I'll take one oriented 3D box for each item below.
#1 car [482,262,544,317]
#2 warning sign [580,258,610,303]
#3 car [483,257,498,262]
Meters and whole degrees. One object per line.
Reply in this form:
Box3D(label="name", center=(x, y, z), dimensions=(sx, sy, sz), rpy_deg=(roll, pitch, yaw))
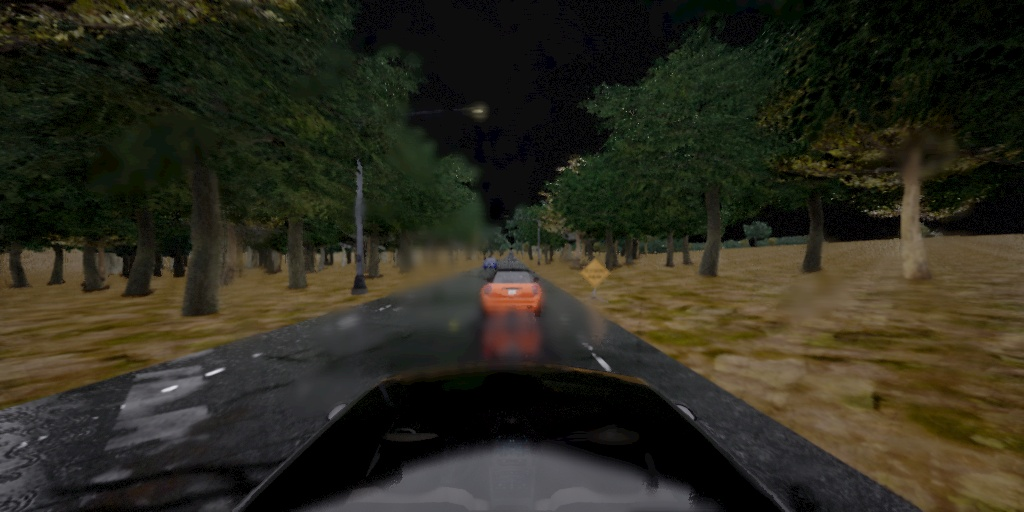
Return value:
Box3D(label="car", center=(0.044, 1.234, 13.957), dimensions=(2.097, 1.767, 4.553), rpy_deg=(0, -1, 1))
Box3D(label="warning sign", center=(3.551, 1.012, 15.367), dimensions=(1.300, 1.860, 1.060), rpy_deg=(0, 0, 0))
Box3D(label="car", center=(-3.549, 1.247, 59.104), dimensions=(2.150, 2.045, 5.566), rpy_deg=(0, 0, 1))
